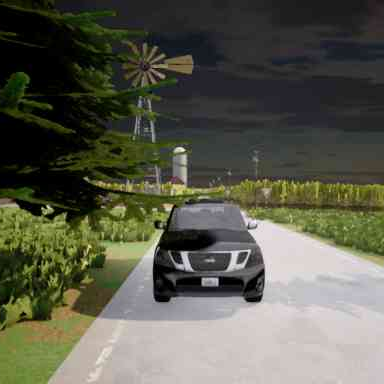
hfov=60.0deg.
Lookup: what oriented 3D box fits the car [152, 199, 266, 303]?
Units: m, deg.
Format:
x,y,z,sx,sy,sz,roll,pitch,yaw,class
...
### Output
x,y,z,sx,sy,sz,roll,pitch,yaw,class
0.331,1.219,8.579,2.150,2.045,5.566,0,0,0,car
